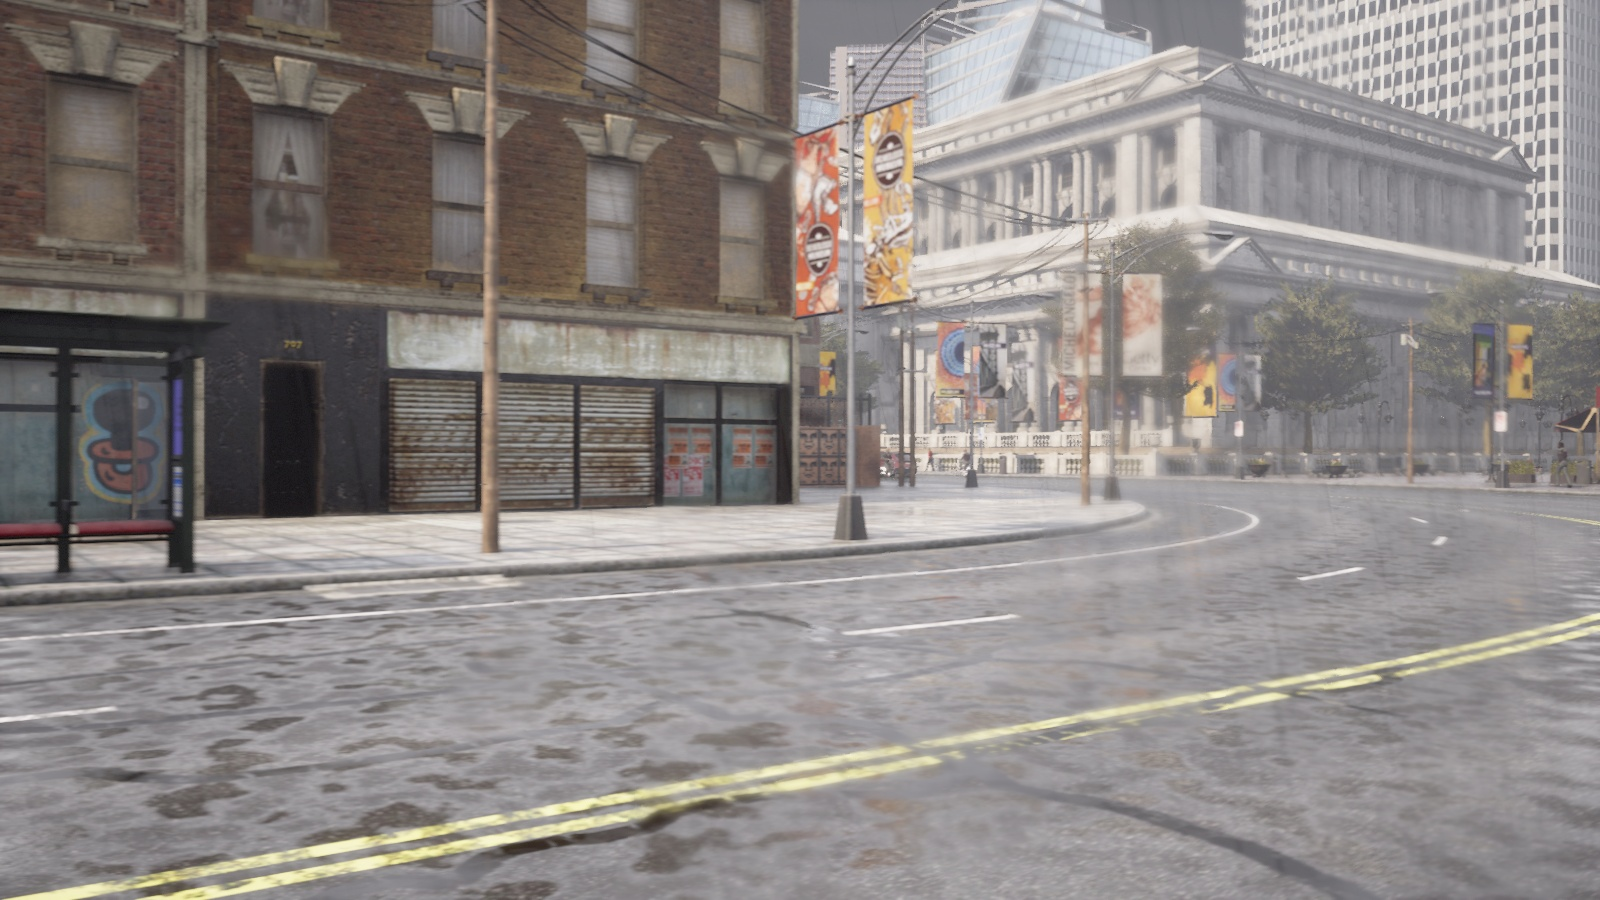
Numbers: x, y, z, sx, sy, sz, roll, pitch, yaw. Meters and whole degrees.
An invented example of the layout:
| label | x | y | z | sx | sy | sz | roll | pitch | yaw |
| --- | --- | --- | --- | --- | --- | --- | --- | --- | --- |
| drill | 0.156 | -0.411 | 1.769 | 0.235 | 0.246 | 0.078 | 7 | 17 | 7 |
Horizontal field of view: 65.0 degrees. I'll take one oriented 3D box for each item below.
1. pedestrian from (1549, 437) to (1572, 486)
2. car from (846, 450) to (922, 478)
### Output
| label | x | y | z | sx | sy | sz | roll | pitch | yaw |
| --- | --- | --- | --- | --- | --- | --- | --- | --- | --- |
| pedestrian | 30.381 | 0.451 | 50.160 | 0.402 | 1.930 | 0.666 | 0 | 0 | -18 |
| car | 5.071 | 0.846 | 76.884 | 2.033 | 1.649 | 4.856 | 0 | 0 | -35 |
